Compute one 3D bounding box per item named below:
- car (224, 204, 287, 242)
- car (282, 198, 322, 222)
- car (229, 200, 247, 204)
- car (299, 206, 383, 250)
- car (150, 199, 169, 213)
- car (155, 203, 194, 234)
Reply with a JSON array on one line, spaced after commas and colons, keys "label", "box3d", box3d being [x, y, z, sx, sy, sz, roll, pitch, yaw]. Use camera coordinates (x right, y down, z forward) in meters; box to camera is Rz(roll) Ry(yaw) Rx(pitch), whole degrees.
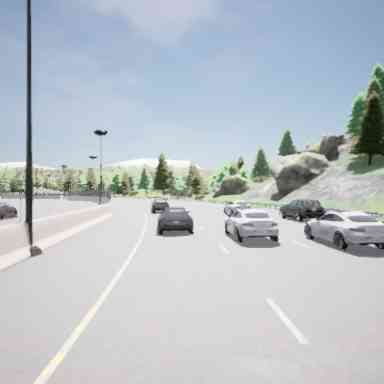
[{"label": "car", "box3d": [2.803, 1.528, 16.229, 1.812, 1.442, 4.674, 0, 0, -4]}, {"label": "car", "box3d": [8.715, 1.348, 26.574, 2.097, 1.767, 4.553, 0, 0, -7]}, {"label": "car", "box3d": [4.385, 1.533, 32.161, 1.812, 1.442, 4.674, 0, 0, -9]}, {"label": "car", "box3d": [6.468, 1.520, 14.171, 1.812, 1.442, 4.674, 0, 0, -4]}, {"label": "car", "box3d": [-3.607, 1.518, 37.247, 2.128, 1.511, 4.902, 0, 0, -11]}, {"label": "car", "box3d": [-1.036, 1.576, 19.608, 1.994, 1.385, 4.181, 0, 0, -6]}]
